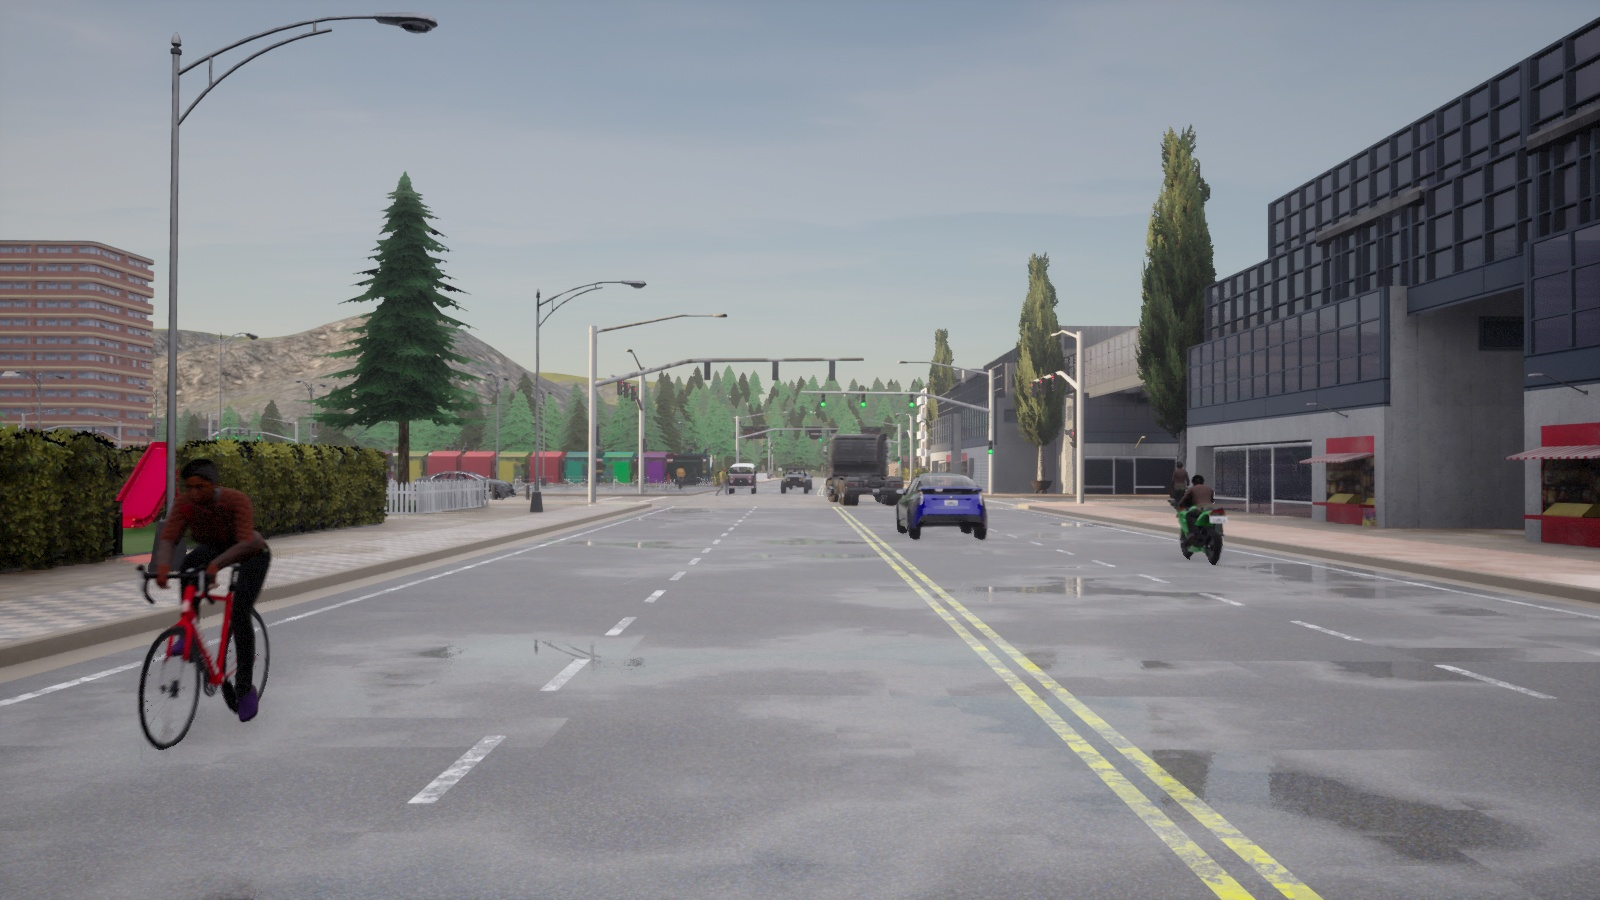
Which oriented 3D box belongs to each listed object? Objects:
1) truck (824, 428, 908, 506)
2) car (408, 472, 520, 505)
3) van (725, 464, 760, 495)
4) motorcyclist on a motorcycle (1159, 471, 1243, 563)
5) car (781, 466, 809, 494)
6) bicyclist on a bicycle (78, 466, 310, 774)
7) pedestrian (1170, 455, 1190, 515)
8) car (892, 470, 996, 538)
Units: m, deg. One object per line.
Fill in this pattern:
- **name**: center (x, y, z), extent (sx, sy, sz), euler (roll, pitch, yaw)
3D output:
- **truck**: center (3.048, 0.831, 60.354), extent (2.891, 3.462, 7.936), euler (0, -1, -5)
- **car**: center (-16.275, 1.858, 61.007), extent (4.902, 1.511, 2.128), euler (0, -1, 0)
- **van**: center (-3.870, 1.972, 85.089), extent (2.069, 2.038, 4.480), euler (0, 0, 1)
- **motorcyclist on a motorcycle**: center (6.946, 1.135, 21.847), extent (0.797, 1.523, 2.044), euler (0, -1, 0)
- **car**: center (-0.334, 2.079, 87.593), extent (1.905, 1.878, 3.866), euler (0, -1, 1)
- **bicyclist on a bicycle**: center (-3.519, 0.906, 7.451), extent (0.582, 1.620, 1.656), euler (0, -1, 0)
- **pedestrian**: center (11.741, 1.076, 38.774), extent (0.328, 1.805, 0.869), euler (0, -1, 0)
- **car**: center (3.424, 1.261, 30.629), extent (2.007, 1.525, 4.514), euler (0, -1, 0)
